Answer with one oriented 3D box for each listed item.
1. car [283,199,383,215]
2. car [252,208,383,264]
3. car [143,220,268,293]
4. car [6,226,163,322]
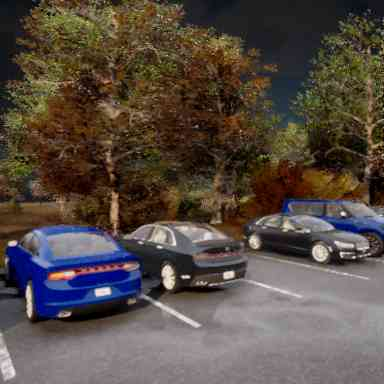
[{"bbox_3d":[6.218,1.340,13.971,2.435,2.045,5.566,1,0,-35],"label":"car"},{"bbox_3d":[3.996,1.571,12.433,2.231,1.521,4.892,1,0,-35],"label":"car"},{"bbox_3d":[-0.597,1.524,9.148,2.231,1.521,4.892,1,0,-35],"label":"car"},{"bbox_3d":[-2.897,1.497,7.510,2.097,1.535,5.008,1,0,-35],"label":"car"}]
